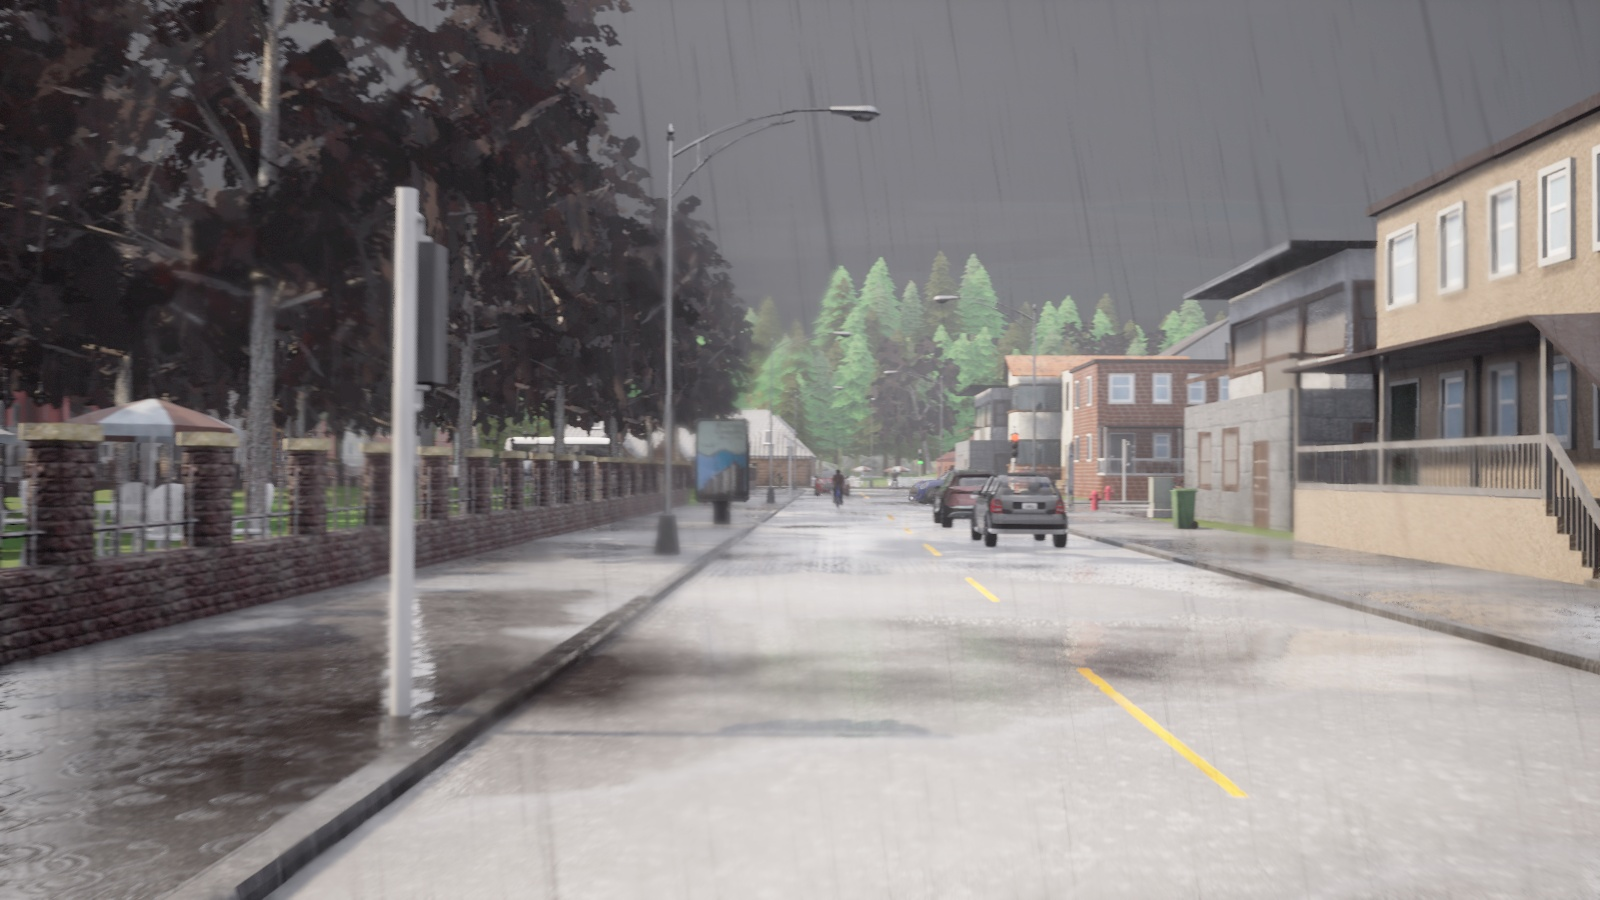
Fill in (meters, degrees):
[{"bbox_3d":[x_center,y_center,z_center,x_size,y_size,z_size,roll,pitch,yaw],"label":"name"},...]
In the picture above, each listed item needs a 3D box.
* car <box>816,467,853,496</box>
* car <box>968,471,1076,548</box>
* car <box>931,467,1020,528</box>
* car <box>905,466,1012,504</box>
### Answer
[{"bbox_3d":[2.093,1.956,78.121,2.097,1.767,4.553,0,-1,-1],"label":"car"},{"bbox_3d":[4.753,1.234,27.329,1.789,1.549,3.705,0,-1,2],"label":"car"},{"bbox_3d":[5.003,1.334,36.383,2.033,1.649,4.856,0,-1,2],"label":"car"},{"bbox_3d":[7.443,1.632,59.077,4.553,1.767,2.097,0,-1,-12],"label":"car"}]
